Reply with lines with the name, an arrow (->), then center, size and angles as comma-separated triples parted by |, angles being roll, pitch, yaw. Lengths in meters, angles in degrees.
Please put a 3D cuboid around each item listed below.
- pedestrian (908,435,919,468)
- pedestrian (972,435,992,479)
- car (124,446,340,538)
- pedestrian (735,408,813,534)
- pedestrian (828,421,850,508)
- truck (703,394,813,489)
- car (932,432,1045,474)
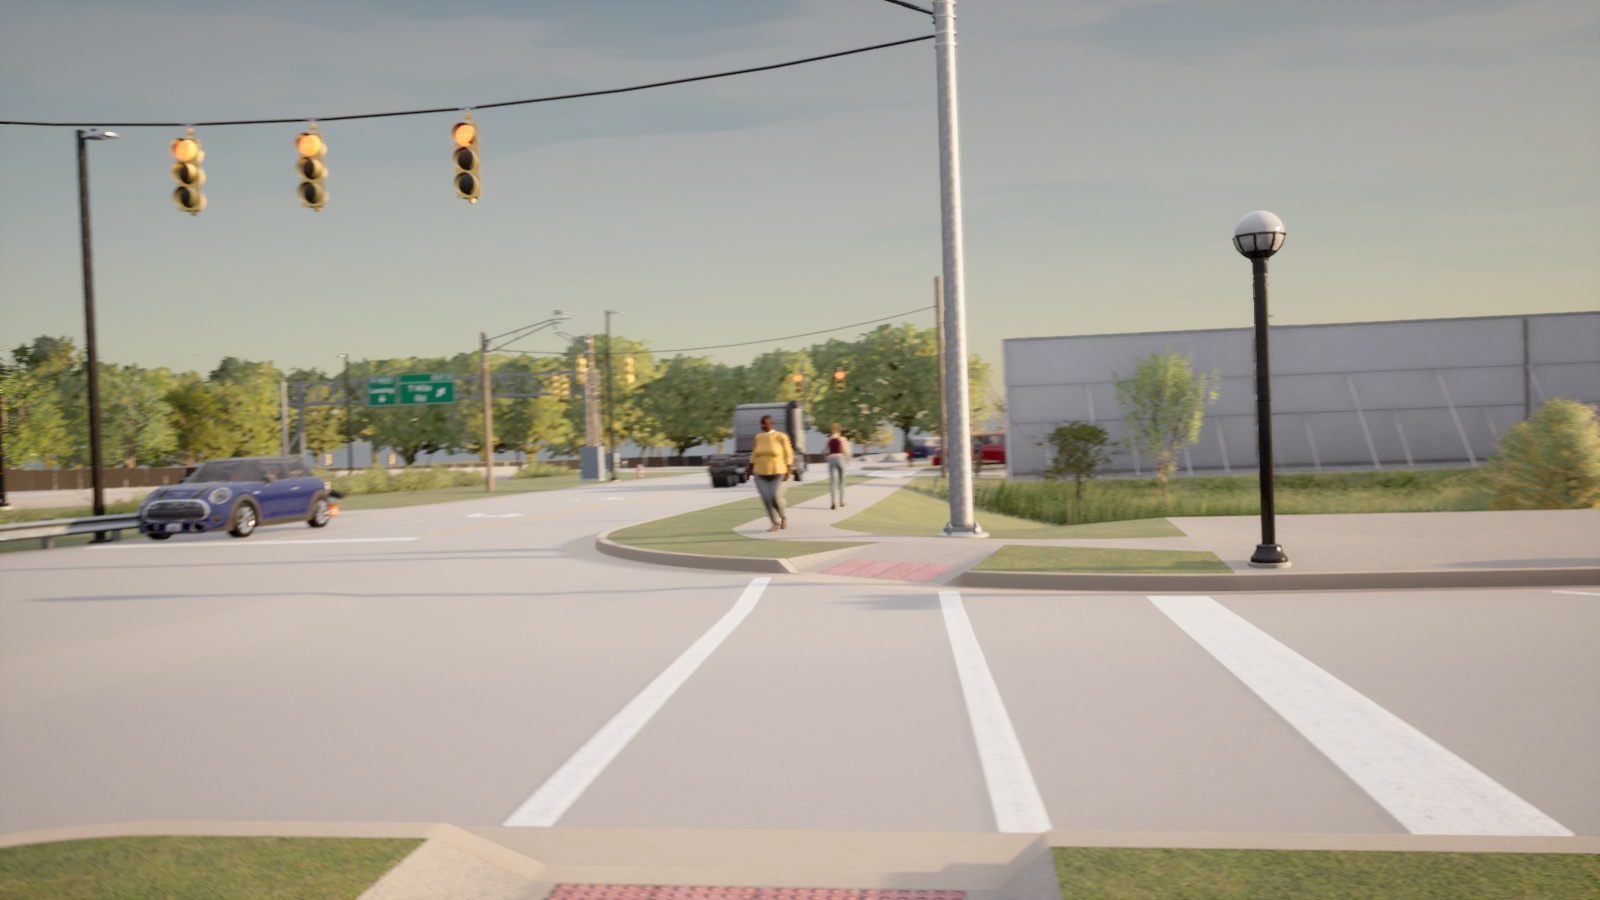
pedestrian -> 6.432, 0.097, 71.299 | 0.353, 1.847, 0.614 | -1, 1, 31
pedestrian -> 8.044, 0.306, 55.543 | 0.788, 1.949, 0.423 | -2, 1, -1
car -> -12.124, 0.837, 27.207 | 2.097, 1.767, 4.553 | -2, 0, 8
pedestrian -> -0.388, 0.306, 19.083 | 0.874, 1.855, 0.900 | -1, 1, 19
pedestrian -> 0.840, 0.306, 26.881 | 0.345, 1.836, 0.594 | -2, 1, 8
truck -> -1.546, -0.354, 50.973 | 2.891, 3.462, 7.936 | -2, 0, 9
car -> 9.816, 0.150, 65.170 | 5.566, 2.045, 2.150 | -1, 1, 15
